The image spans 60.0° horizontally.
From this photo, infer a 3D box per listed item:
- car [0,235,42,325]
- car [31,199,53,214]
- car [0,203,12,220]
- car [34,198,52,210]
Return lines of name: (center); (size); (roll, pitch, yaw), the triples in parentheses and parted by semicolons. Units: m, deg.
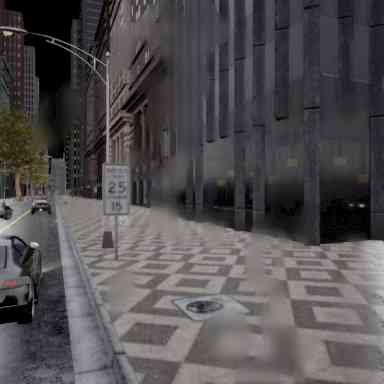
car: (-4.169, 1.569, 6.740); (1.994, 1.385, 4.181); (0, 0, -23)
car: (-16.084, 1.535, 35.598); (1.837, 1.490, 4.892); (0, 0, -22)
car: (-16.116, 1.584, 27.474); (1.994, 1.385, 4.181); (0, 0, -23)
car: (-20.123, 1.597, 45.195); (2.033, 1.411, 5.357); (0, 0, -22)
